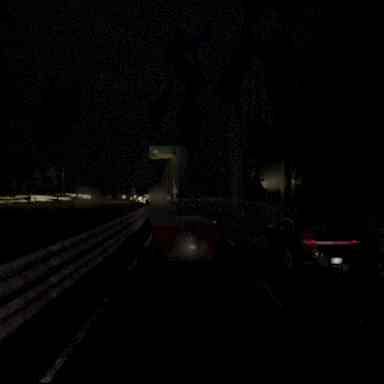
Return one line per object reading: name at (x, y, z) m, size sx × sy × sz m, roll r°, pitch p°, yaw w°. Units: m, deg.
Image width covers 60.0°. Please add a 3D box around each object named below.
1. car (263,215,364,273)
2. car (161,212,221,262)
car at (3.596, 1.489, 10.678) m, size 2.128 × 1.511 × 4.902 m, roll 0°, pitch 0°, yaw 0°
car at (-0.086, 1.474, 12.173) m, size 1.882 × 1.535 × 5.008 m, roll 0°, pitch 0°, yaw -2°
